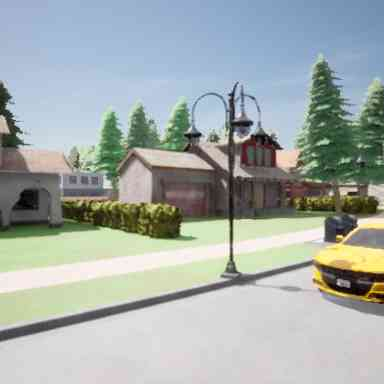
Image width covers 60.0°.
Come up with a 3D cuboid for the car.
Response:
[{"bbox_3d":[4.828,1.498,8.059,5.008,1.535,1.882,0,0,-41],"label":"car"}]
